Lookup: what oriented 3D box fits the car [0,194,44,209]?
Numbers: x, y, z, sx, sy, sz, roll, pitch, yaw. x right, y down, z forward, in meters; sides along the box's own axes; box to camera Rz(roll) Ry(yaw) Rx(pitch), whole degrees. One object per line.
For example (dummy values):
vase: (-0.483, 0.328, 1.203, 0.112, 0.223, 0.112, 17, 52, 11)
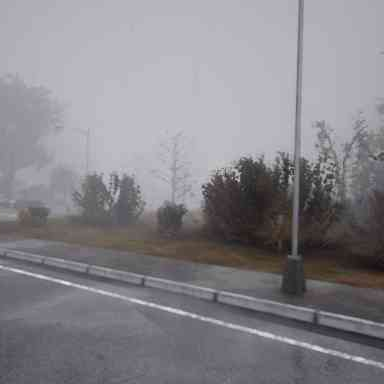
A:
car: (-18.208, 0.956, 35.741, 2.097, 1.767, 4.553, 2, -1, 20)
